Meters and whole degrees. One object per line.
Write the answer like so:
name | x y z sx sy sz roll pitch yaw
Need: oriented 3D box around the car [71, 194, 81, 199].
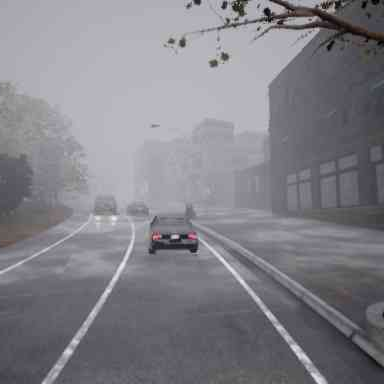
car | -25.726 1.097 73.728 1.882 1.535 5.008 2 0 -23

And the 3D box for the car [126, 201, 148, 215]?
car | -6.049 1.726 36.712 1.994 1.385 4.181 2 -1 -18

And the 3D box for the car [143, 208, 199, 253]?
car | -0.886 1.596 13.906 2.033 1.411 5.357 1 0 -7

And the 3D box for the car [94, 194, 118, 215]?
car | -9.254 1.295 35.643 2.150 2.045 5.566 2 -1 -18
